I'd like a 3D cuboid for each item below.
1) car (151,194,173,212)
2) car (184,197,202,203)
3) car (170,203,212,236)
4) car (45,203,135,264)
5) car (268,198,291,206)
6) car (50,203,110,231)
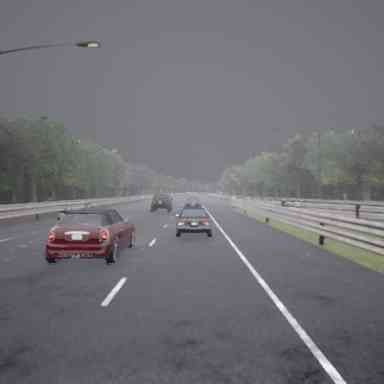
[{"bbox_3d":[-3.405,1.238,38.307,2.150,2.045,5.566,0,0,0],"label":"car"},{"bbox_3d":[0.095,1.369,38.348,2.097,1.767,4.553,0,0,0],"label":"car"},{"bbox_3d":[0.098,1.554,18.251,2.033,1.411,5.357,0,0,0],"label":"car"},{"bbox_3d":[-3.401,1.356,11.991,2.097,1.767,4.553,0,0,0],"label":"car"},{"bbox_3d":[11.887,1.623,45.656,1.837,1.490,4.892,0,0,-13],"label":"car"},{"bbox_3d":[-6.907,1.482,21.182,2.128,1.511,4.902,0,-1,0],"label":"car"}]
